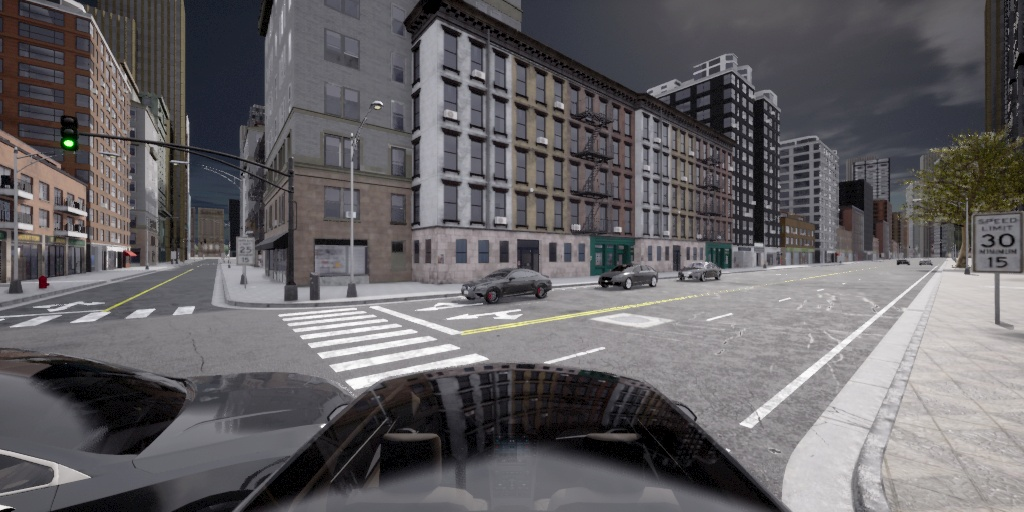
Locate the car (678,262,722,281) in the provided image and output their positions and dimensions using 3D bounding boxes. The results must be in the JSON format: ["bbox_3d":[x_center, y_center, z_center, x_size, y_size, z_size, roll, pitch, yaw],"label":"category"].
[{"bbox_3d":[15.484,1.234,29.476,4.902,1.511,2.128,0,0,-39],"label":"car"}]

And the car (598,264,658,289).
[{"bbox_3d":[7.513,1.257,22.957,4.892,1.490,1.837,0,0,-39],"label":"car"}]

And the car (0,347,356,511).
[{"bbox_3d":[-3.233,1.257,1.695,4.892,1.490,1.837,0,0,-35],"label":"car"}]

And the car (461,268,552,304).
[{"bbox_3d":[-0.140,1.286,16.686,4.674,1.442,1.812,0,0,-39],"label":"car"}]
